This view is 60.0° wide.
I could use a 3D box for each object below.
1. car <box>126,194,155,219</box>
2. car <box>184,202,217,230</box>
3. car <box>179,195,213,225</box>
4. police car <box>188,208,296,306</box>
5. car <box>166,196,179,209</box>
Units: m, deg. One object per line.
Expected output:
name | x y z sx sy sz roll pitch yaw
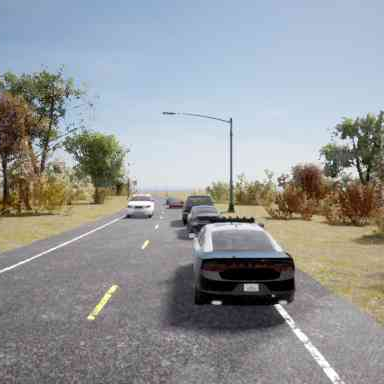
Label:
car | -4.531 1.211 29.842 2.150 2.045 5.566 0 0 -4
car | 0.668 1.500 18.194 1.837 1.490 4.892 0 0 -2
car | 0.389 1.212 24.252 2.150 2.045 5.566 0 0 -3
police car | 0.961 1.424 8.253 1.930 1.638 5.238 0 0 -1
car | -2.163 1.543 45.509 1.994 1.385 4.181 0 0 -4
